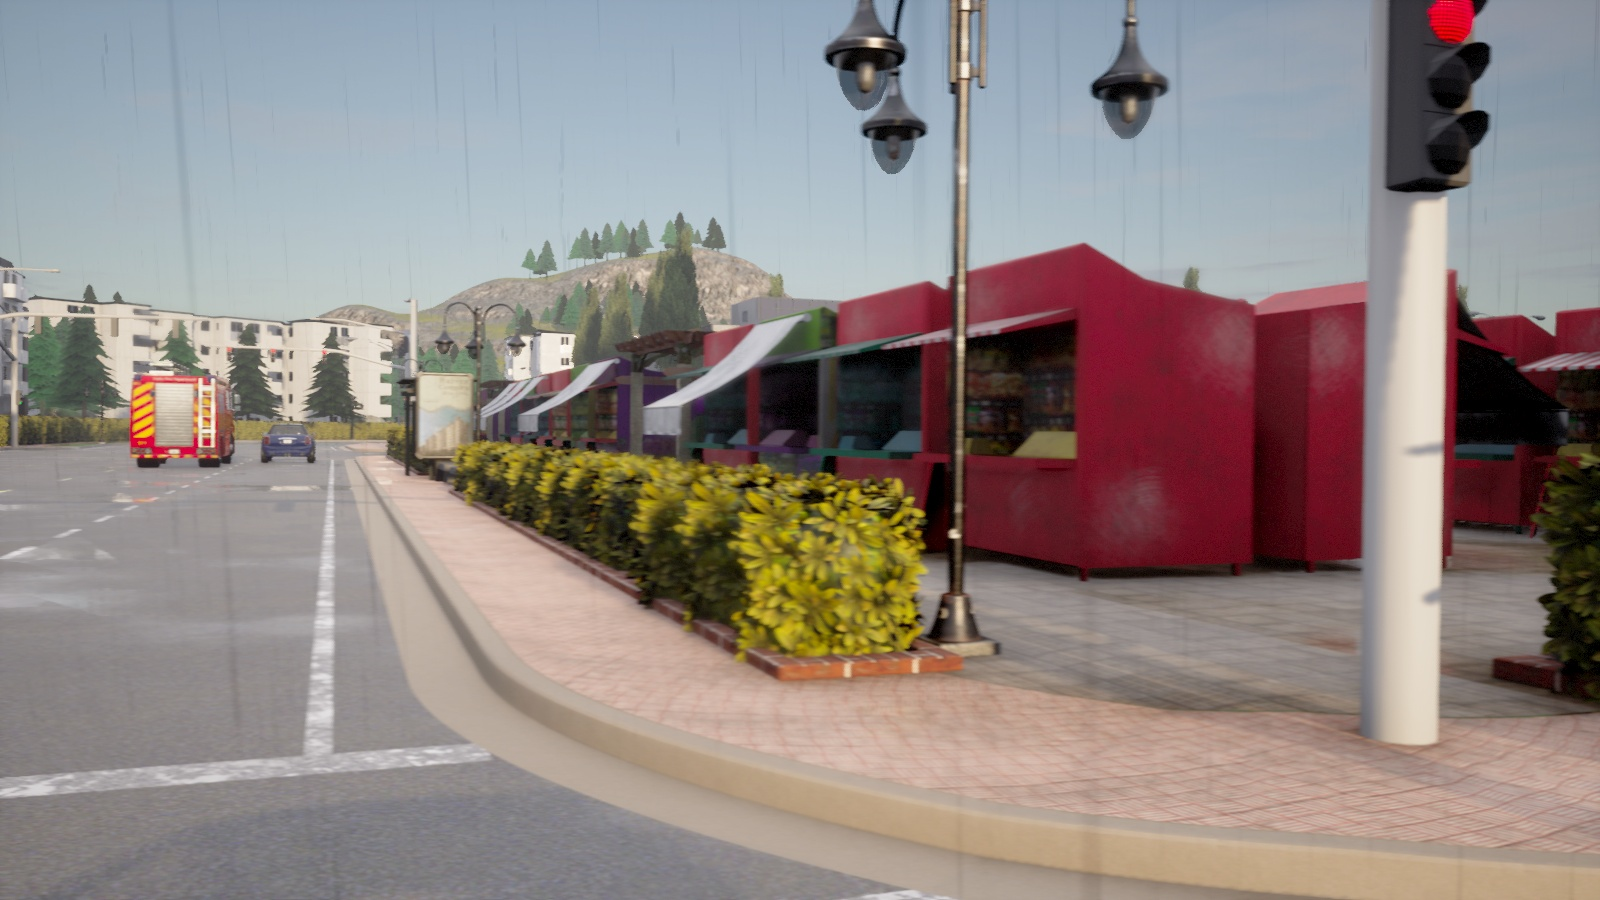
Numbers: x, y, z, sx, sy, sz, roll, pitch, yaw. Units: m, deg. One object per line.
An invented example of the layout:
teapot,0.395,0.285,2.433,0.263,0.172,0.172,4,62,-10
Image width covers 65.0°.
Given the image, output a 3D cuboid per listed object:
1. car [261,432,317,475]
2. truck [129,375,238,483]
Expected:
car,-22.177,0.120,54.620,2.097,1.767,4.553,-1,1,-20
truck,-23.723,-0.800,48.686,2.891,3.827,8.468,-1,1,-20
